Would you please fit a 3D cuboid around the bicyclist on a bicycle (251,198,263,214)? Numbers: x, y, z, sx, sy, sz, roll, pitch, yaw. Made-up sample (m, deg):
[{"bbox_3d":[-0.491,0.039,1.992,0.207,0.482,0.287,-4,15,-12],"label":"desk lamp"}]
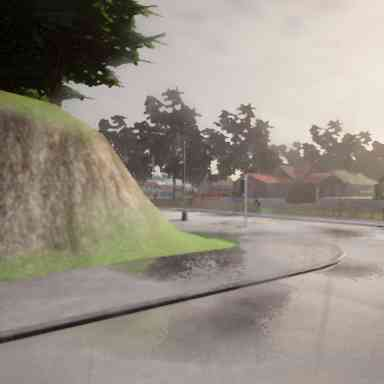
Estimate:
[{"bbox_3d":[6.552,1.400,33.470,1.656,1.620,0.582,0,0,-35],"label":"bicyclist on a bicycle"}]
